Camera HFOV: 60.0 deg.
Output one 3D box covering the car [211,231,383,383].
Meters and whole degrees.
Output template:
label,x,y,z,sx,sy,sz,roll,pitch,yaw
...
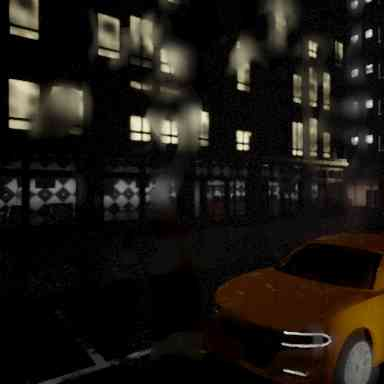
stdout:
label,x,y,z,sx,sy,sz,roll,pitch,yaw
car,2.571,1.443,5.230,5.008,1.535,1.882,0,0,-35
